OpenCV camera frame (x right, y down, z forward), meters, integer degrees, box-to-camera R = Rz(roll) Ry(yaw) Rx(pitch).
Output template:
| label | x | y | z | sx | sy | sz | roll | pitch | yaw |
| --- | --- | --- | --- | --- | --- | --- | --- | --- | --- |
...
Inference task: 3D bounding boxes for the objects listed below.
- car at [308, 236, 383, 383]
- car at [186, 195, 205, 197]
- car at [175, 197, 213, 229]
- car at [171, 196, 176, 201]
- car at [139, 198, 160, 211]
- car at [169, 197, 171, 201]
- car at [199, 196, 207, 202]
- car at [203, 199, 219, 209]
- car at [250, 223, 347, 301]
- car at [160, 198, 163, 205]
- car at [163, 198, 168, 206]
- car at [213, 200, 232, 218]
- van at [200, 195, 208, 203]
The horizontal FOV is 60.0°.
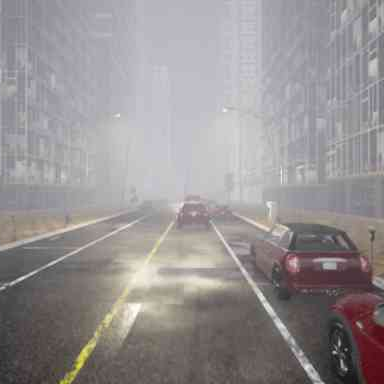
| label | x | y | z | sx | sy | sz | roll | pitch | yaw |
| --- | --- | --- | --- | --- | --- | --- | --- | --- | --- |
| car | 2.692 | 1.453 | 2.749 | 1.967 | 1.590 | 4.097 | 0 | 0 | 0 |
| car | 0.120 | 1.385 | 41.334 | 2.150 | 2.045 | 5.566 | 0 | -1 | 0 |
| car | 0.112 | 1.450 | 22.769 | 2.097 | 1.767 | 4.553 | 0 | 0 | 0 |
| car | -5.639 | 1.845 | 93.670 | 1.752 | 1.417 | 4.829 | 0 | 0 | 0 |
| car | -5.667 | 1.718 | 42.606 | 1.887 | 1.381 | 4.507 | 0 | 0 | 0 |
| car | -5.655 | 1.812 | 65.377 | 1.947 | 1.339 | 4.313 | 0 | 0 | 0 |
| car | 2.736 | 1.734 | 82.441 | 1.967 | 1.590 | 4.097 | 0 | 0 | 0 |
| car | 2.717 | 1.758 | 48.288 | 1.947 | 1.339 | 4.313 | 0 | 0 | 0 |
| car | 2.695 | 1.479 | 8.441 | 1.967 | 1.590 | 4.097 | 0 | 0 | 0 |
| car | -5.664 | 1.774 | 48.300 | 1.802 | 1.307 | 4.206 | 0 | 0 | 0 |
| car | -5.657 | 1.773 | 59.685 | 1.887 | 1.381 | 4.507 | 0 | 0 | 0 |
| car | 2.708 | 1.678 | 31.211 | 1.887 | 1.381 | 4.507 | 0 | 0 | 0 |
| van | 2.733 | 1.620 | 76.751 | 1.690 | 1.788 | 3.998 | 0 | 0 | 0 |
